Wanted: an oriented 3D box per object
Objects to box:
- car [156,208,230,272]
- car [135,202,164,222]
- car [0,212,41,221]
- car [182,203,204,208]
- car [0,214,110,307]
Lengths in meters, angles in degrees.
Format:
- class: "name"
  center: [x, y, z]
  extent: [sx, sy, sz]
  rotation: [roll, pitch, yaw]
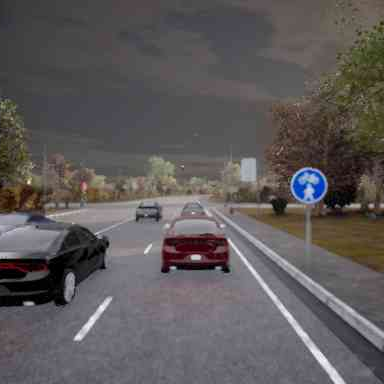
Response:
- class: "car"
  center: [0.098, 1.499, 10.866]
  extent: [1.882, 1.535, 5.008]
  rotation: [0, 0, 0]
- class: "car"
  center: [-3.402, 1.544, 27.120]
  extent: [2.128, 1.511, 4.902]
  rotation: [0, 0, 0]
- class: "car"
  center: [-7.101, 1.552, 13.513]
  extent: [1.812, 1.442, 4.674]
  rotation: [0, 0, 0]
- class: "car"
  center: [0.097, 1.617, 27.612]
  extent: [1.994, 1.385, 4.181]
  rotation: [0, 0, 0]
- class: "car"
  center: [-3.401, 1.494, 8.130]
  extent: [1.882, 1.535, 5.008]
  rotation: [0, 0, 0]
